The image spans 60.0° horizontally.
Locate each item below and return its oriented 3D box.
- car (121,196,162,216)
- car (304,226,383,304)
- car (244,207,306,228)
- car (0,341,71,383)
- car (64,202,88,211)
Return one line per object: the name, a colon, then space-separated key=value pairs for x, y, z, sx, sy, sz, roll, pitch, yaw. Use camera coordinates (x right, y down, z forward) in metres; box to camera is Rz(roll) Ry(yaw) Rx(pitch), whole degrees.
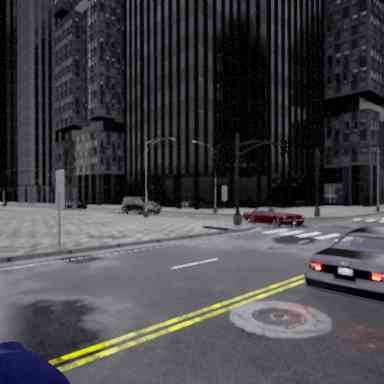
car: x=-5.724 y=1.522 z=37.032 sx=2.150 sy=2.045 sz=5.566 roll=0 pitch=-1 yaw=-43
car: x=4.725 y=1.552 z=7.999 sx=5.357 sy=1.411 sz=2.033 roll=0 pitch=0 yaw=-43
car: x=5.598 y=1.693 z=22.875 sx=1.895 sy=1.301 sz=4.718 roll=0 pitch=-1 yaw=-23
car: x=-2.651 y=1.601 z=1.091 sx=4.718 sy=1.301 sz=1.895 roll=0 pitch=0 yaw=-43
car: x=-17.339 y=2.082 z=49.499 sx=1.895 sy=1.301 sz=4.718 roll=0 pitch=0 yaw=-43
